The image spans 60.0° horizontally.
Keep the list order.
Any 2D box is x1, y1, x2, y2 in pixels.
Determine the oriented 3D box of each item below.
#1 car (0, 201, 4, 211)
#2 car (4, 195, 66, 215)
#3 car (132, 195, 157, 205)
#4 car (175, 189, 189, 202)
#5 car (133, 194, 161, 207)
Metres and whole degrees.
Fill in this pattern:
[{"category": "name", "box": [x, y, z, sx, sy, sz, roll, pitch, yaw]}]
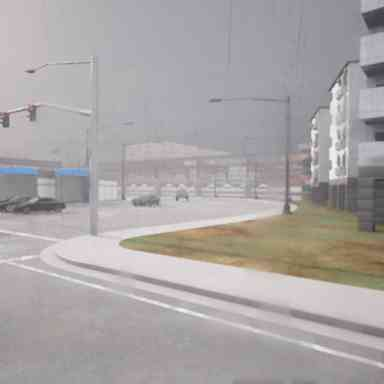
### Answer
[{"category": "car", "box": [-16.131, 1.063, 31.474, 1.837, 1.490, 4.892, 1, 1, 36]}, {"category": "car", "box": [-13.420, 1.134, 29.251, 1.812, 1.442, 4.674, 1, 1, 36]}, {"category": "car", "box": [-6.866, 1.126, 48.476, 1.895, 1.301, 4.718, 1, 0, 15]}, {"category": "car", "box": [-1.707, 0.538, 57.986, 2.150, 2.045, 5.566, 1, 0, 1]}, {"category": "car", "box": [-5.571, 1.098, 41.809, 1.837, 1.490, 4.892, 1, 1, 23]}]
